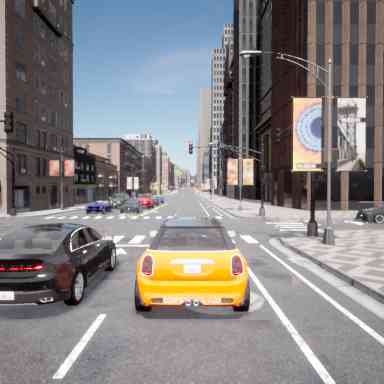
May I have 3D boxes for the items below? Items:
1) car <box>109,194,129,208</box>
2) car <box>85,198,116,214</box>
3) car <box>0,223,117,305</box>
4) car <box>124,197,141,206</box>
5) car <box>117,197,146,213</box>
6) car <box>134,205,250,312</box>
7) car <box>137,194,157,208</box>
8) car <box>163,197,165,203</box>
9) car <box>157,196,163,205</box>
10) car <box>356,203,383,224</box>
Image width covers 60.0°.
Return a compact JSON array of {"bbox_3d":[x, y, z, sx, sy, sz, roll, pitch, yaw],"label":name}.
[{"bbox_3d":[-9.845,1.244,45.319,2.150,2.045,5.566,0,0,1],"label":"car"},{"bbox_3d":[-9.851,1.616,35.560,1.895,1.301,4.718,0,0,0],"label":"car"},{"bbox_3d":[-3.154,1.504,8.031,1.837,1.490,4.892,0,0,0],"label":"car"},{"bbox_3d":[-9.820,1.591,55.277,1.994,1.385,4.181,0,0,2],"label":"car"},{"bbox_3d":[-6.602,1.580,36.719,1.994,1.385,4.181,0,0,0],"label":"car"},{"bbox_3d":[0.010,1.351,7.887,2.097,1.767,4.553,0,0,0],"label":"car"},{"bbox_3d":[-6.601,1.244,45.996,2.150,2.045,5.566,0,0,1],"label":"car"},{"bbox_3d":[-6.534,1.508,66.042,1.882,1.535,5.008,0,0,1],"label":"car"},{"bbox_3d":[-6.587,1.591,55.969,1.994,1.385,4.181,0,0,0],"label":"car"},{"bbox_3d":[13.985,1.470,23.556,4.181,1.385,1.994,0,1,0],"label":"car"}]
